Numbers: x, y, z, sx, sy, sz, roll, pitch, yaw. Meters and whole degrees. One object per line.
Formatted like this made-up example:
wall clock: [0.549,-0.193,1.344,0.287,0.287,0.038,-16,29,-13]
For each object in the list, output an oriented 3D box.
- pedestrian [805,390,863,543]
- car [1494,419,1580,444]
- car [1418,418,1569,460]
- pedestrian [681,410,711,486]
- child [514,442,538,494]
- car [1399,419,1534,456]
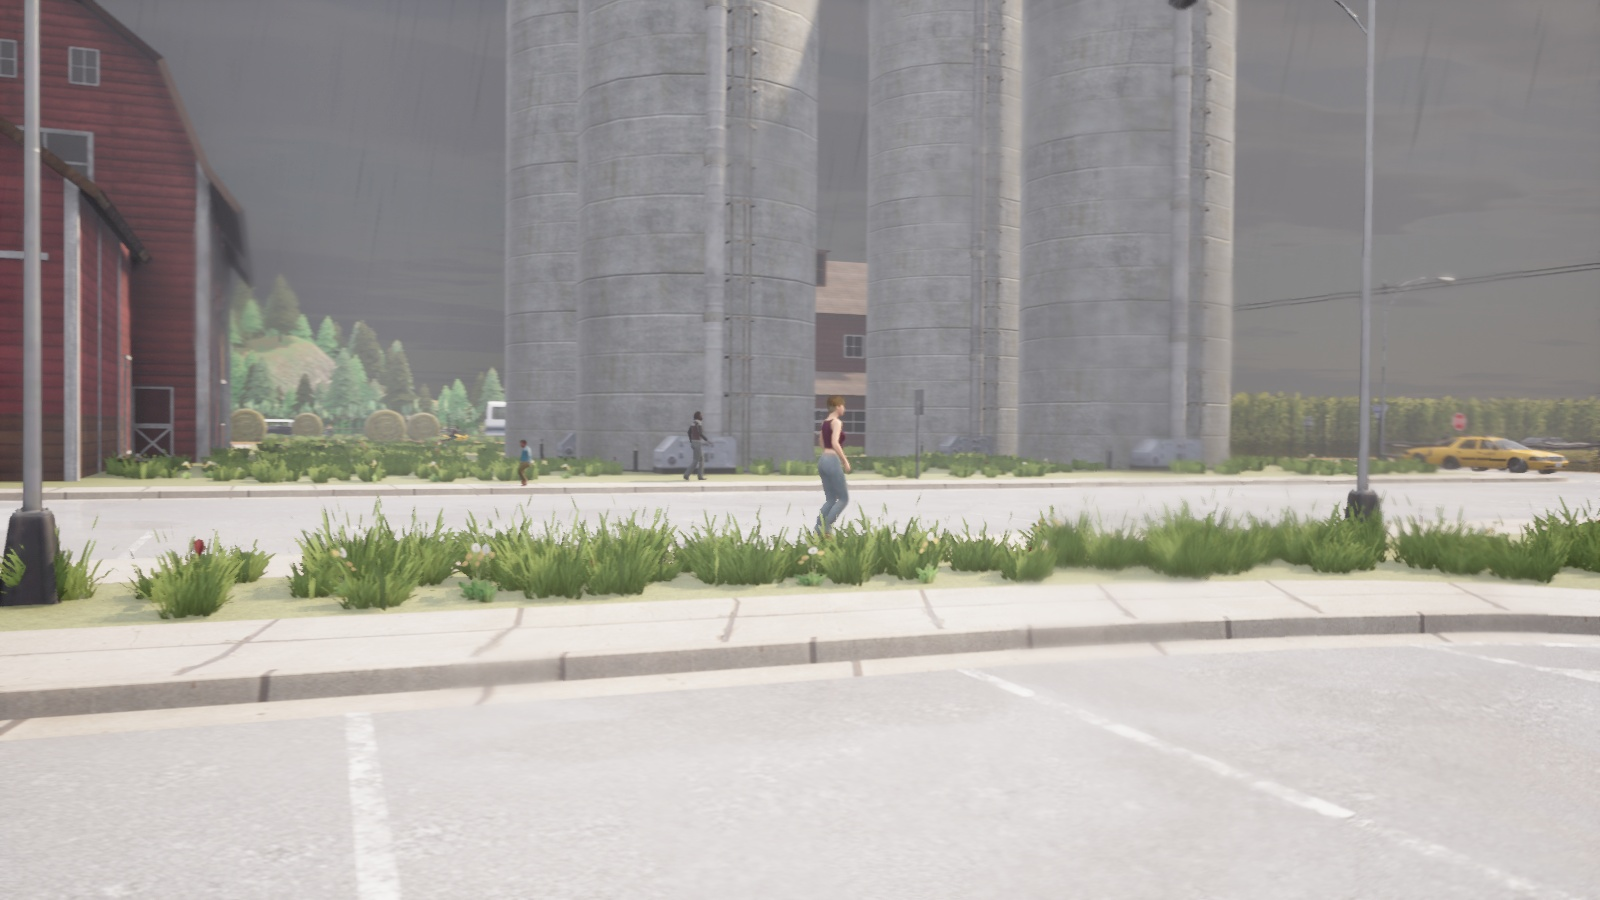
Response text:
pedestrian: [0.417,0.191,15.383,0.594,1.836,0.345,-1,1,-24]
car: [46.469,-1.163,79.173,4.902,1.511,2.128,-1,1,-22]
car: [27.770,-0.452,50.531,1.801,1.575,5.366,-1,1,-22]
pedestrian: [-2.684,-0.056,32.506,0.666,1.930,0.402,-1,1,-21]
child: [-6.415,0.422,29.407,0.448,1.192,0.343,-1,1,-28]
car: [29.423,-0.558,55.672,1.801,1.575,5.366,-1,1,-23]
